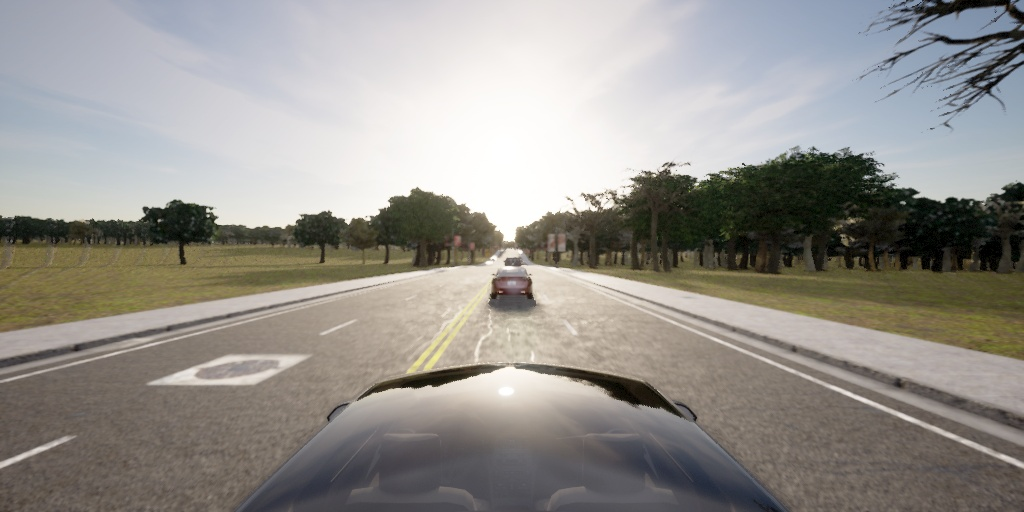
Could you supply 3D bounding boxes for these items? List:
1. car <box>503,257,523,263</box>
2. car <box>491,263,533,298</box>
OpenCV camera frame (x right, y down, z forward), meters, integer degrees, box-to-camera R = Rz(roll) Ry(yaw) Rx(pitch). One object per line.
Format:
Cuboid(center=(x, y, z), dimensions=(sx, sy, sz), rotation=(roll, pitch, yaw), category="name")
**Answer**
Cuboid(center=(0.100, 1.098, 43.527), dimensions=(2.150, 2.045, 5.566), rotation=(0, 0, 0), category="car")
Cuboid(center=(-0.004, 1.270, 18.509), dimensions=(2.163, 1.488, 4.792), rotation=(0, 0, 0), category="car")
